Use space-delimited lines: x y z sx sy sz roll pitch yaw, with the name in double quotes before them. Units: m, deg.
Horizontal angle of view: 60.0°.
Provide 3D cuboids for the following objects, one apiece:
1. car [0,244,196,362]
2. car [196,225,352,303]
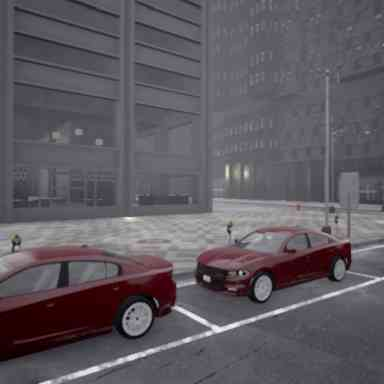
"car" -2.360 1.545 4.981 4.507 1.381 1.887 0 0 -36
"car" 2.134 1.551 8.195 4.507 1.381 1.887 0 0 -36
